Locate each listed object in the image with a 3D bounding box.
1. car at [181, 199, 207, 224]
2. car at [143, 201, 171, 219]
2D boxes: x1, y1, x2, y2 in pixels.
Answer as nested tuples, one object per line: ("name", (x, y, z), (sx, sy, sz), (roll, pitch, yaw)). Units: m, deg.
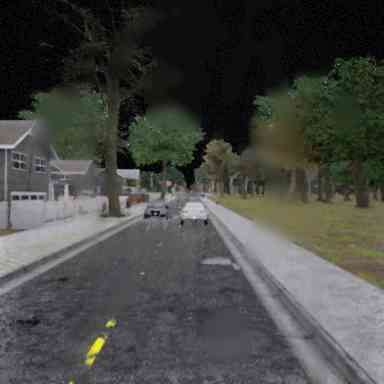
("car", (0.137, 1.452, 24.292), (1.812, 1.442, 4.674), (0, 0, 0))
("car", (-2.808, 1.478, 27.526), (1.994, 1.385, 4.181), (0, 0, 0))
